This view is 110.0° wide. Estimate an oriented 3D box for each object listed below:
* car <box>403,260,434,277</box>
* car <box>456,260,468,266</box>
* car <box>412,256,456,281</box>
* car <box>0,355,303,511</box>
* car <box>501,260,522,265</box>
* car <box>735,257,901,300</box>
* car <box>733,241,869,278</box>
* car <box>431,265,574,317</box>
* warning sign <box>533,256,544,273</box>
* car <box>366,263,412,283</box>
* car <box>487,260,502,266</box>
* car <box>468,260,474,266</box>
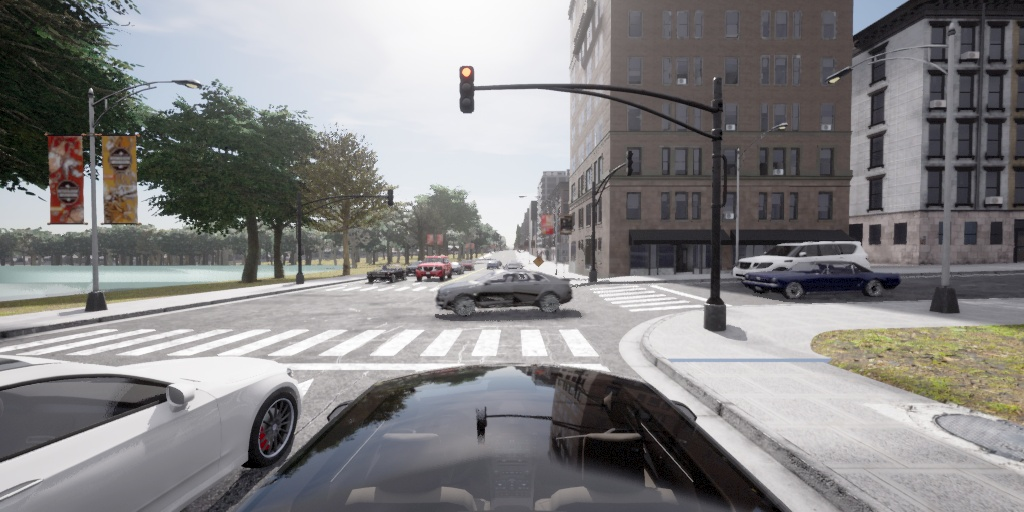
[{"bbox_3d":[-9.768,1.261,37.873,1.882,1.535,5.008,0,0,0],"label":"car"},{"bbox_3d":[-6.510,1.352,40.047,1.994,1.385,4.181,0,0,1],"label":"car"},{"bbox_3d":[-6.537,0.990,30.659,2.150,2.045,5.566,0,0,0],"label":"car"},{"bbox_3d":[-3.167,1.276,1.922,1.812,1.442,4.674,0,0,0],"label":"car"},{"bbox_3d":[0.210,1.279,32.798,1.837,1.490,4.892,0,0,0],"label":"car"},{"bbox_3d":[11.567,0.861,13.660,4.718,1.301,1.895,-2,1,-1],"label":"car"},{"bbox_3d":[13.602,0.355,16.951,5.566,2.045,2.150,-2,1,-2],"label":"car"},{"bbox_3d":[-0.246,1.232,12.826,4.902,1.511,2.128,0,0,-10],"label":"car"},{"bbox_3d":[2.934,0.903,39.872,1.300,1.860,1.060,0,0,0],"label":"warning sign"},{"bbox_3d":[-9.792,1.366,28.469,1.895,1.301,4.718,0,0,0],"label":"car"},{"bbox_3d":[-3.029,1.380,57.998,2.033,1.411,5.357,0,0,1],"label":"car"},{"bbox_3d":[-6.479,1.294,50.943,1.882,1.535,5.008,0,0,0],"label":"car"}]
